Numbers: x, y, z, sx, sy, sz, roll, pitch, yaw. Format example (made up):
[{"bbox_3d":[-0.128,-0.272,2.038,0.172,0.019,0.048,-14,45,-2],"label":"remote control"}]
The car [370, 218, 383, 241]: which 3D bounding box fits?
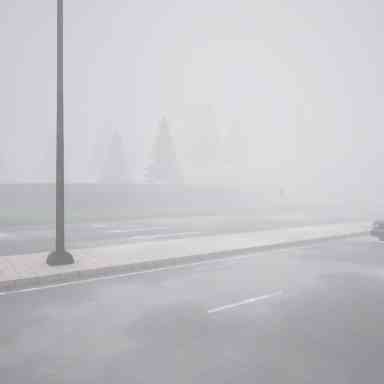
[{"bbox_3d":[10.384,1.547,15.450,5.357,1.411,2.033,0,0,-36],"label":"car"}]
